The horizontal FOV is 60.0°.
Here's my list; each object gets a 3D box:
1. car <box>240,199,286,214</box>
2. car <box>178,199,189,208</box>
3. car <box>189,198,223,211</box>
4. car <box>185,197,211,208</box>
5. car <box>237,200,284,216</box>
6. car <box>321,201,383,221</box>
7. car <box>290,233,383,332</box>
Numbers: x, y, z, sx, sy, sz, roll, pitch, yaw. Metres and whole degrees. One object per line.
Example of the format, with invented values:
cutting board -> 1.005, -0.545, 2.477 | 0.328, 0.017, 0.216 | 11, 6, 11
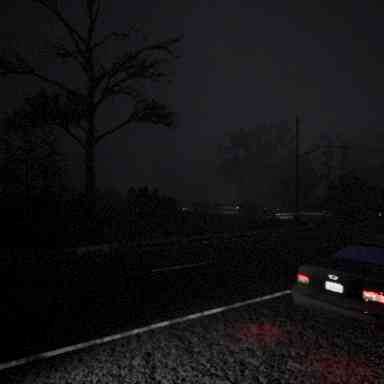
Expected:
car -> 7.819, 1.590, 37.295 | 2.033, 1.411, 5.357 | 0, 0, -29
car -> -2.588, 1.686, 49.755 | 1.994, 1.385, 4.181 | 0, 0, -26
car -> 1.900, 1.537, 40.900 | 1.882, 1.535, 5.008 | 0, 0, -28
car -> 0.865, 1.598, 50.591 | 1.882, 1.535, 5.008 | 0, 0, -26
car -> 6.383, 1.537, 32.746 | 1.837, 1.490, 4.892 | 0, 0, -29
car -> 13.371, 1.527, 28.115 | 2.128, 1.511, 4.902 | 0, 0, -34
car -> 4.323, 1.557, 6.707 | 5.357, 1.411, 2.033 | 0, 0, -35
